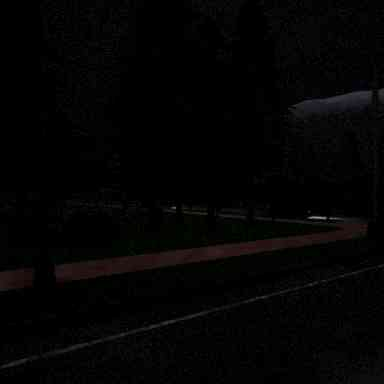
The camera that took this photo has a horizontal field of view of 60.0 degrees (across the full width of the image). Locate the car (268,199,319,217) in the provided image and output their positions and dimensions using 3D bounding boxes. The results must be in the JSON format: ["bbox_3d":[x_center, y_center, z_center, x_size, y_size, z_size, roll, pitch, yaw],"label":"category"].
[{"bbox_3d":[9.129,1.549,30.832,1.994,1.385,4.181,0,0,-37],"label":"car"}]

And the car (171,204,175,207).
[{"bbox_3d":[-4.346,1.550,48.803,1.994,1.385,4.181,0,0,-38],"label":"car"}]

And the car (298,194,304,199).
[{"bbox_3d":[14.947,1.162,44.024,3.866,1.878,1.905,0,0,-37],"label":"car"}]

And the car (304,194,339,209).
[{"bbox_3d":[16.764,1.160,42.243,4.605,1.855,1.932,0,0,-37],"label":"car"}]
